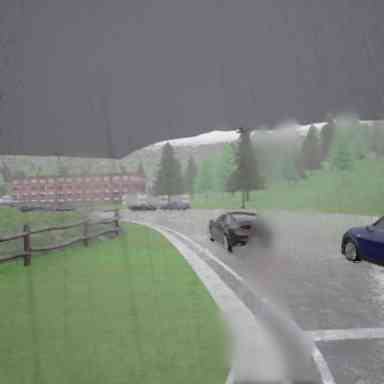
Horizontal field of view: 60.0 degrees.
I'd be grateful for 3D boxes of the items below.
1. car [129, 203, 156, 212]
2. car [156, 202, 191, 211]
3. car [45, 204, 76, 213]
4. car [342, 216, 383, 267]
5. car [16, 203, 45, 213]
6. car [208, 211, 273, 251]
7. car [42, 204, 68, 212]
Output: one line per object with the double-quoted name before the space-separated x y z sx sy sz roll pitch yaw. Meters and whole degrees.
"car" -7.665 2.383 51.470 4.718 1.301 1.895 -2 -1 38
"car" -2.622 2.197 51.939 5.357 1.411 2.033 -2 -1 42
"car" -21.354 2.759 54.868 4.181 1.385 1.994 -2 -1 20
"car" 6.100 1.295 9.159 2.097 1.767 4.553 -2 -1 -5
"car" -29.699 2.839 60.633 4.553 1.767 2.097 -2 -1 10
"car" 1.994 1.622 14.810 1.837 1.490 4.892 -1 -1 -10
"car" -26.016 2.980 63.385 4.181 1.385 1.994 -2 -1 12
